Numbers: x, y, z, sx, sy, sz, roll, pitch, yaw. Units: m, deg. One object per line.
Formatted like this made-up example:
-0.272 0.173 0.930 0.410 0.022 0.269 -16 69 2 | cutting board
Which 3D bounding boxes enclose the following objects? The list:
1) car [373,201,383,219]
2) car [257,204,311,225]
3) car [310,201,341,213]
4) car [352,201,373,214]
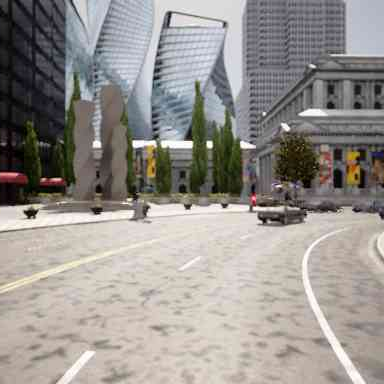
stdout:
18.725 1.693 29.820 4.674 1.442 1.812 0 0 -29 | car
6.995 1.739 25.443 1.895 1.301 4.718 0 0 43 | car
15.600 1.767 40.308 5.357 1.411 2.033 0 0 -25 | car
20.710 1.777 38.467 4.181 1.385 1.994 0 0 -18 | car
